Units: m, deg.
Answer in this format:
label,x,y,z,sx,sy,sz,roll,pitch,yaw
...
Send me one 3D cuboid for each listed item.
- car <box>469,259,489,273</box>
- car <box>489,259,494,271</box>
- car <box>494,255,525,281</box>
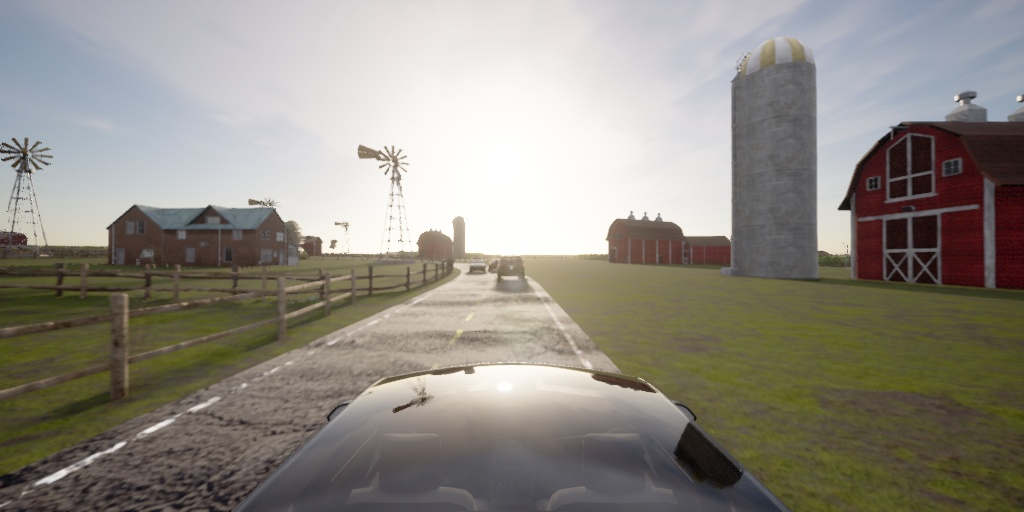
label,x,y,z,sx,sy,sz,roll,pitch,yaw
car,-3.997,1.139,41.629,1.882,1.535,5.008,0,0,-7
car,-2.119,1.125,47.561,1.882,1.535,5.008,0,0,-9
car,-0.153,0.924,29.050,2.150,2.045,5.566,0,1,-2
